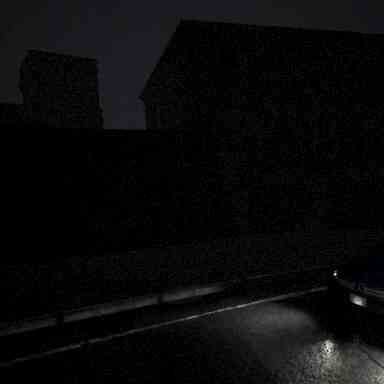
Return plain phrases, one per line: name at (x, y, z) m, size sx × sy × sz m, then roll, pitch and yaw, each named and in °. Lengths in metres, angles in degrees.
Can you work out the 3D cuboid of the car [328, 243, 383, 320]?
car at (4.791, 1.476, 6.374) m, size 4.674 × 1.442 × 1.812 m, roll 0°, pitch 1°, yaw -25°
